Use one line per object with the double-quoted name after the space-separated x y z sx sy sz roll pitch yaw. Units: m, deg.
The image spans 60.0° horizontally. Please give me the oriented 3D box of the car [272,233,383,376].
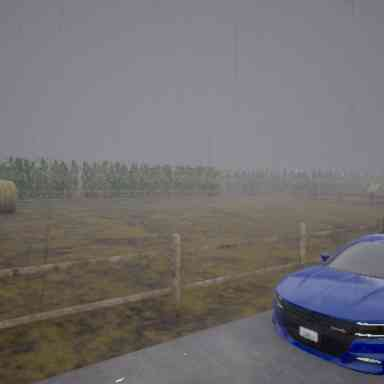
3.466 1.475 5.553 5.008 1.535 1.882 0 0 -36 "car"
